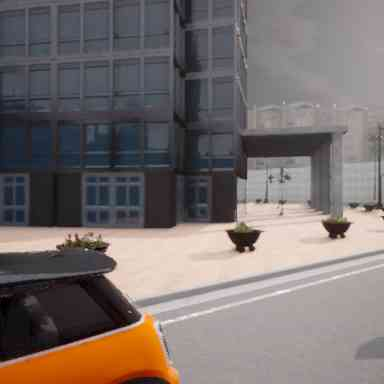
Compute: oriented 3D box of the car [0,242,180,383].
[{"bbox_3d":[-2.368,1.352,2.289,4.553,1.767,2.097,0,0,-35],"label":"car"}]
